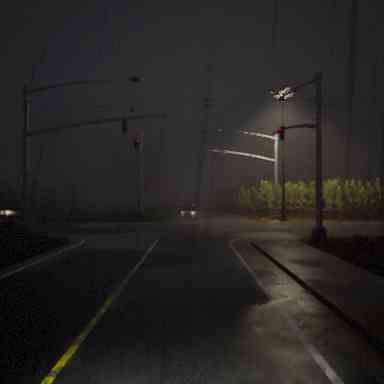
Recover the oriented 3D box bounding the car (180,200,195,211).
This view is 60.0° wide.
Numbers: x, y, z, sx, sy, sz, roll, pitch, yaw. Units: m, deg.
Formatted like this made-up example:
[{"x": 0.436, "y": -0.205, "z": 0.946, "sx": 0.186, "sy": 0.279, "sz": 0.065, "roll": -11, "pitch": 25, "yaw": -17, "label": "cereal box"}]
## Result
[{"x": -0.678, "y": 1.922, "z": 50.155, "sx": 2.097, "sy": 1.767, "sz": 4.553, "roll": 0, "pitch": -1, "yaw": -3, "label": "car"}]
